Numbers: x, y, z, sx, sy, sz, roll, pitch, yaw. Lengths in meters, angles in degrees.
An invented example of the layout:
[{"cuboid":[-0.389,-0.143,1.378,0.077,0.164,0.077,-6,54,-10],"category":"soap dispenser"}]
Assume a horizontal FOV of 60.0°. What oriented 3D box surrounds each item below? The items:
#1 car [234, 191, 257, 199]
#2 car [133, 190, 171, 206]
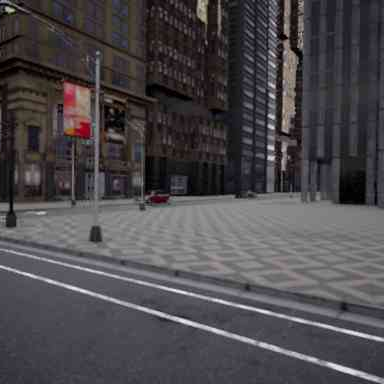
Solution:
[{"cuboid":[9.147,0.458,56.291,2.033,1.411,5.357,1,2,36],"category":"car"},{"cuboid":[-4.451,0.569,37.414,2.097,1.767,4.553,1,2,36],"category":"car"}]
